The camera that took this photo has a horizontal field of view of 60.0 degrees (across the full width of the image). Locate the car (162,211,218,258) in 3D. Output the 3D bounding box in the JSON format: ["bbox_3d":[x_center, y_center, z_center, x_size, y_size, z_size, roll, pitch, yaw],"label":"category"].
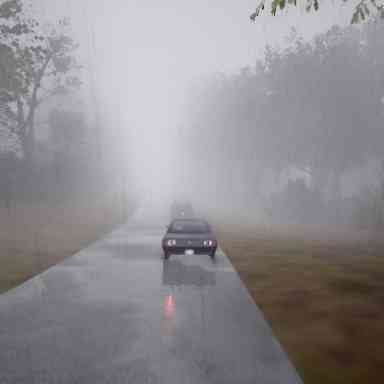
[{"bbox_3d":[-0.113,1.692,13.252,1.895,1.301,4.718,1,1,-1],"label":"car"}]

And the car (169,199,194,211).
[{"bbox_3d":[-0.912,1.359,28.456,1.837,1.490,4.892,0,2,-4],"label":"car"}]

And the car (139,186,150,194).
[{"bbox_3d":[-9.239,-0.359,64.502,2.033,1.411,5.357,1,2,-13],"label":"car"}]
